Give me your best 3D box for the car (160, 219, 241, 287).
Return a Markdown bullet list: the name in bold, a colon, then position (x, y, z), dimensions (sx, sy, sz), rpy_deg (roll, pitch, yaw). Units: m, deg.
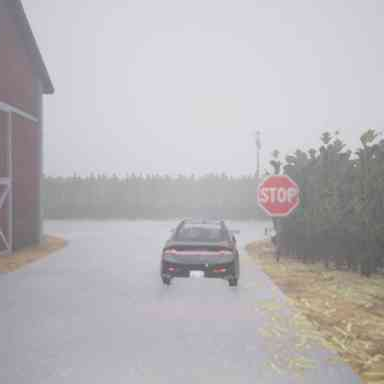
- **car**: position (0.341, 1.516, 9.446), dimensions (2.128, 1.511, 4.902), rpy_deg (0, 0, 6)
